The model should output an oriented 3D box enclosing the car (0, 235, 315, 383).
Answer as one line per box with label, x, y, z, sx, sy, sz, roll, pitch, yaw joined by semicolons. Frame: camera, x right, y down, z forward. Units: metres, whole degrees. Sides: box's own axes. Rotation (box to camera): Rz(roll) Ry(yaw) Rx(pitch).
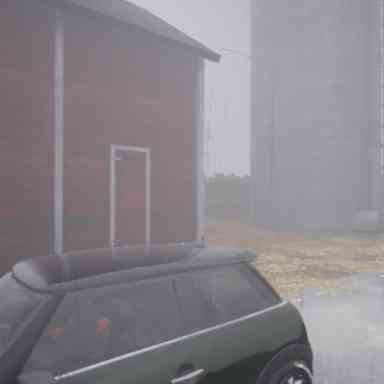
car;-1.043;1.352;2.834;4.553;1.767;2.097;0;0;-35
